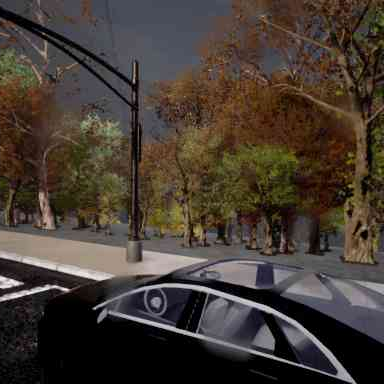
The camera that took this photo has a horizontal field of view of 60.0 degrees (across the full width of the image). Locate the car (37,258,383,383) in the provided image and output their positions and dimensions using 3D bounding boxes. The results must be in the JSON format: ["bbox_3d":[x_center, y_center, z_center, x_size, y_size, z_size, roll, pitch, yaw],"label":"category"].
[{"bbox_3d":[0.259,1.491,3.489,4.902,1.511,2.128,0,0,37],"label":"car"}]
